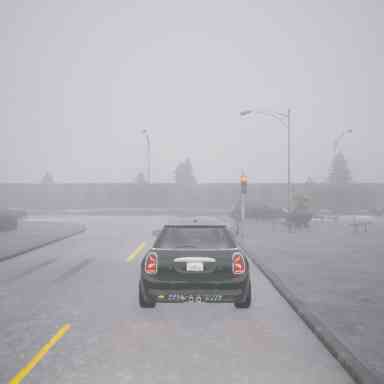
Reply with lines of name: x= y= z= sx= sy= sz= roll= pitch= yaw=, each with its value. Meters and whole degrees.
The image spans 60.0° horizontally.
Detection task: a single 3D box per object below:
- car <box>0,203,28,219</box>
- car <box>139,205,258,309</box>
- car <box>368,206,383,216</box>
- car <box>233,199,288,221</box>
car: x=-15.414 y=1.564 z=26.500 sx=4.181 sy=1.385 sz=1.994 roll=0 pitch=0 yaw=0
car: x=0.075 y=1.352 z=8.061 sx=2.097 sy=1.767 sz=4.553 roll=0 pitch=0 yaw=1
car: x=19.316 y=1.547 z=30.640 sx=5.357 sy=1.411 sz=2.033 roll=0 pitch=0 yaw=0
car: x=5.233 y=1.352 z=26.465 sx=4.553 sy=1.767 sz=2.097 roll=0 pitch=0 yaw=0
